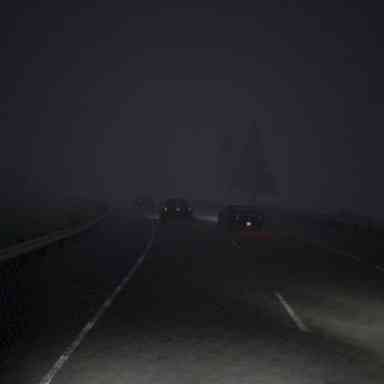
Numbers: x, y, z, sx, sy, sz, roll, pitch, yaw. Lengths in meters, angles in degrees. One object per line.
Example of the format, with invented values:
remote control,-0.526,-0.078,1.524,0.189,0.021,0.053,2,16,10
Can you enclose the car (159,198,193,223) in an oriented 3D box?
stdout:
car,-1.247,1.176,24.056,2.097,1.767,4.553,0,0,-9

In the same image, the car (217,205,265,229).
car,2.871,1.454,20.670,1.895,1.301,4.718,0,0,-7

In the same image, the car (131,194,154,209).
car,-6.139,1.052,40.876,2.097,1.767,4.553,0,0,-22
